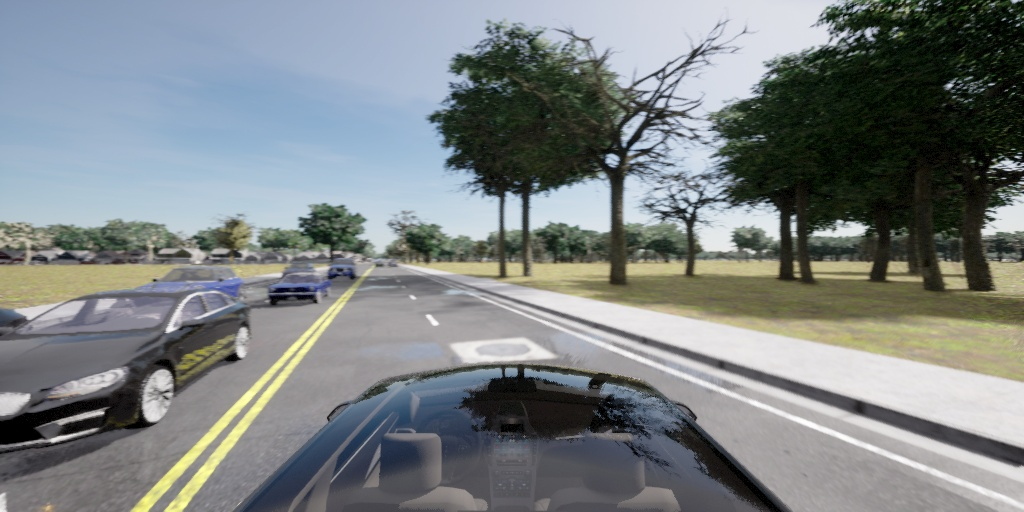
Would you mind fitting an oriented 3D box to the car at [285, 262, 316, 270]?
[{"bbox_3d":[-18.664,1.337,31.616,2.097,1.767,4.553,0,-1,-20],"label":"car"}]

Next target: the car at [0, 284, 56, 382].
[{"bbox_3d":[-8.562,1.259,4.098,1.837,1.490,4.892,0,0,-20],"label":"car"}]

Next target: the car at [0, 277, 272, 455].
[{"bbox_3d":[-5.563,1.262,5.340,2.128,1.511,4.902,0,-1,-21],"label":"car"}]

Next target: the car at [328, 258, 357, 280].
[{"bbox_3d":[-16.288,1.241,34.626,2.150,2.045,5.566,0,-1,-20],"label":"car"}]

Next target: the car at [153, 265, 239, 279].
[{"bbox_3d":[-12.120,1.183,13.741,2.097,1.767,4.553,0,-1,-20],"label":"car"}]

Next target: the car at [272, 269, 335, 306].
[{"bbox_3d":[-9.811,1.462,16.860,1.895,1.301,4.718,0,0,-20],"label":"car"}]
